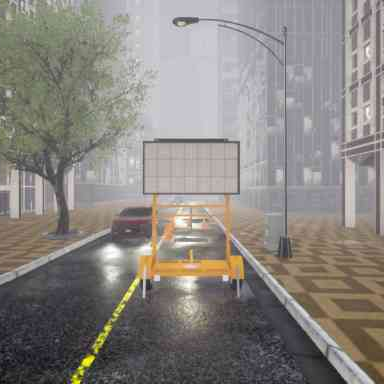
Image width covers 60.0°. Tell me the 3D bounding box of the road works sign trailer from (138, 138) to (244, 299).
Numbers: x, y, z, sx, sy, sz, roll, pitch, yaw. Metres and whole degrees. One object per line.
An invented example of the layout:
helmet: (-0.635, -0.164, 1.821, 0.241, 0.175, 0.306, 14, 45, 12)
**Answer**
road works sign trailer: (-0.019, 0.464, 8.414, 2.380, 3.560, 2.880, 0, 0, 0)

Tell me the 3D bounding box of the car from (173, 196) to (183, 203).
car: (-2.879, 1.618, 69.787, 1.812, 1.442, 4.674, 0, 0, 0)

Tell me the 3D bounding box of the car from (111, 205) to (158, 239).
car: (-2.890, 1.479, 17.500, 1.882, 1.535, 5.008, 0, 0, 0)
